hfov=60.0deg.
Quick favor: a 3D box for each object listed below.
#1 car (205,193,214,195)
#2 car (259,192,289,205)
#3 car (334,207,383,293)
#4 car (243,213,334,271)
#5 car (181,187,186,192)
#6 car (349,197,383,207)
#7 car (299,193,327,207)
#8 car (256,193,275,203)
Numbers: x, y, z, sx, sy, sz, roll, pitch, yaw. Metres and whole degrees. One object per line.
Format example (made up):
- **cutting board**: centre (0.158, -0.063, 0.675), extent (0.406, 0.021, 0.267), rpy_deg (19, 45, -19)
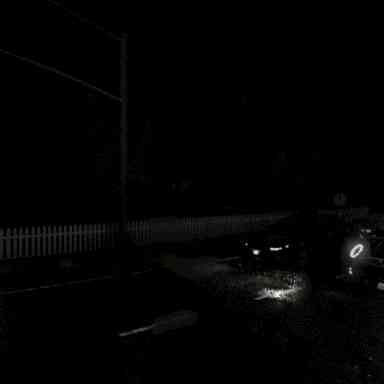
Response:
- **car**: centre (3.597, 0.424, 57.253), extent (2.150, 2.045, 5.566), rpy_deg (0, 5, -37)
- **car**: centre (13.645, 1.037, 55.532), extent (2.097, 1.767, 4.553), rpy_deg (0, 3, -37)
- **car**: centre (5.771, 1.350, 8.087), extent (4.553, 1.767, 2.097), rpy_deg (0, 0, -35)
- **car**: centre (3.825, 1.503, 10.999), extent (4.892, 1.490, 1.837), rpy_deg (0, 0, -35)
- **car**: centre (-0.433, -0.437, 68.589), extent (1.994, 1.385, 4.181), rpy_deg (0, 7, -37)
- **car**: centre (20.500, 1.475, 40.672), extent (2.128, 1.511, 4.902), rpy_deg (0, 0, -37)
- **car**: centre (15.396, 1.205, 41.611), extent (2.150, 2.045, 5.566), rpy_deg (0, 0, -37)
- **car**: centre (10.637, 1.161, 53.700), extent (2.128, 1.511, 4.902), rpy_deg (0, 3, -37)
